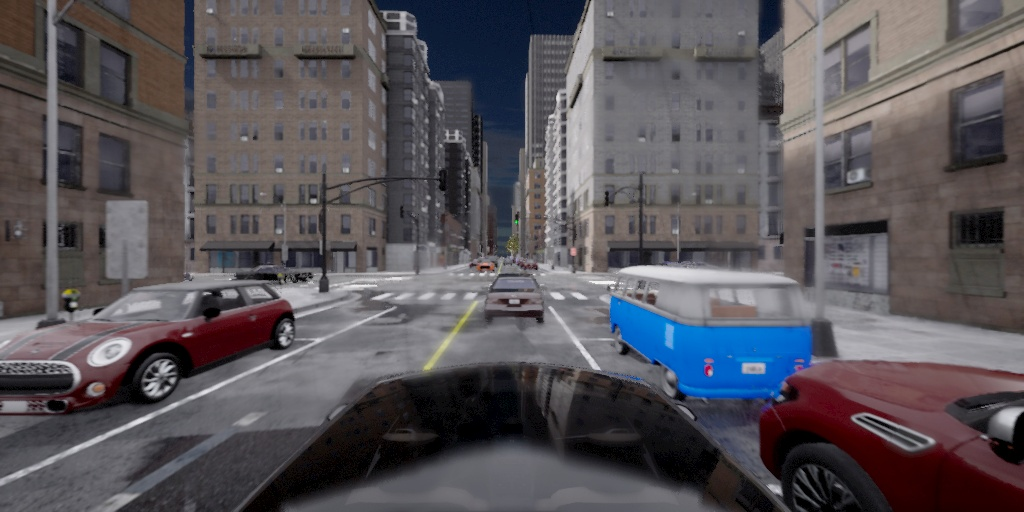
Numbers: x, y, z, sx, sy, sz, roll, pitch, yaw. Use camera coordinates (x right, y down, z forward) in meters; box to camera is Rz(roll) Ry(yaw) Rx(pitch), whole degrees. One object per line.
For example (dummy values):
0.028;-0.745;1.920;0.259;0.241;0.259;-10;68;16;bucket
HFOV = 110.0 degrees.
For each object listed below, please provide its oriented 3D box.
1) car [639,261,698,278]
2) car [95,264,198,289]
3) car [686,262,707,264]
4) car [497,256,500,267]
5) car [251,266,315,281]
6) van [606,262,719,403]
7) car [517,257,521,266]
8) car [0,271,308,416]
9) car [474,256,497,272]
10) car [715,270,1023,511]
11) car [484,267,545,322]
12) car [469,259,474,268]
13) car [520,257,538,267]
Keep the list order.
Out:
14.298;1.241;32.895;4.674;1.442;1.812;0;0;0;car
-23.032;1.276;22.727;4.674;1.442;1.812;0;0;0;car
14.495;1.204;29.649;4.902;1.511;2.128;0;0;-1;car
-3.644;0.959;65.350;2.150;2.045;5.566;0;0;-1;car
-17.051;1.345;26.010;4.718;1.301;1.895;0;0;0;car
2.856;1.087;6.090;1.690;1.789;3.998;0;0;0;van
2.308;1.317;61.286;1.802;1.307;4.207;0;0;-1;car
-5.670;1.186;6.082;1.967;1.591;4.097;0;0;0;car
-3.278;1.085;44.977;2.097;1.767;4.553;0;0;-1;car
2.858;1.066;0.566;2.192;1.841;5.009;0;0;0;car
0.153;1.288;12.287;2.033;1.411;5.357;0;0;2;car
-6.216;1.175;61.105;1.967;1.591;4.097;0;0;-1;car
2.559;1.173;49.979;1.967;1.591;4.097;0;0;-1;car
